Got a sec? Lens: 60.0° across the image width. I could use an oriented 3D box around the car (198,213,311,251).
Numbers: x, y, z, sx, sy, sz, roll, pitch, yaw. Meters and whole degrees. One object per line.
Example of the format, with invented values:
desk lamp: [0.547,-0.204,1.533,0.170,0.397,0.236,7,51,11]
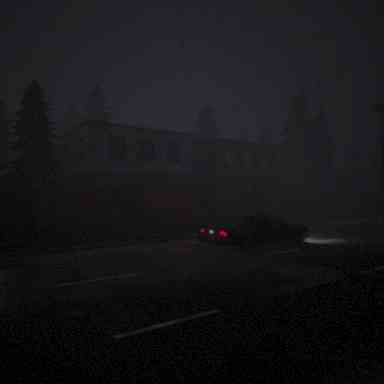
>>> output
car: [2.805,1.610,14.353,5.357,1.411,2.033,0,0,-35]
